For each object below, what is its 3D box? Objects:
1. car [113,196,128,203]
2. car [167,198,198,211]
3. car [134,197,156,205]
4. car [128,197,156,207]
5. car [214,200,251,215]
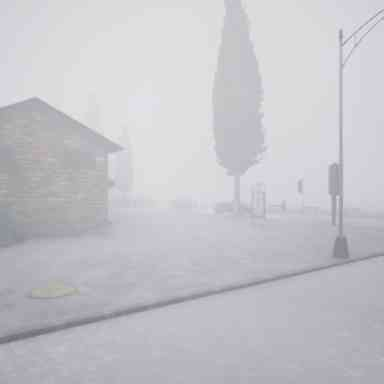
[{"bbox_3d":[-14.113,1.526,66.881,2.033,1.411,5.357,0,0,-36],"label":"car"},{"bbox_3d":[-1.242,1.473,41.647,2.128,1.511,4.902,0,0,-35],"label":"car"},{"bbox_3d":[-8.327,1.579,58.787,1.895,1.301,4.718,0,0,-35],"label":"car"},{"bbox_3d":[-7.405,1.487,50.328,1.837,1.490,4.892,0,0,-35],"label":"car"},{"bbox_3d":[4.434,1.529,33.687,2.033,1.411,5.357,0,0,-36],"label":"car"}]
